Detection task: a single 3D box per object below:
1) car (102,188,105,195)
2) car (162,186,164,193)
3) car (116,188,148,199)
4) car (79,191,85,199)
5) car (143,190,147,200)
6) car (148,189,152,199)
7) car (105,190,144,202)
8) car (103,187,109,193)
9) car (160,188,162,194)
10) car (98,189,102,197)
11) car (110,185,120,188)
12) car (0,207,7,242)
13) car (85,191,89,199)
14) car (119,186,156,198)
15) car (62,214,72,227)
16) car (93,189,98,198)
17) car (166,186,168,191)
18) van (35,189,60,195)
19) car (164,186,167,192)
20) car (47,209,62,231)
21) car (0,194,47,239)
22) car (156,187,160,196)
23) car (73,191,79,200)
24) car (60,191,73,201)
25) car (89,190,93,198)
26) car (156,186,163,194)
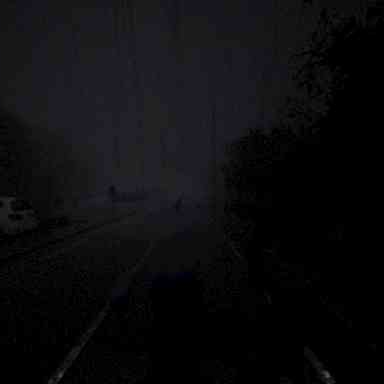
[{"bbox_3d":[-23.150,0.405,75.787,4.892,1.521,2.231,0,2,0],"label":"car"},{"bbox_3d":[-10.062,-0.014,84.112,4.553,1.767,2.185,0,2,0],"label":"car"},{"bbox_3d":[-10.215,0.649,56.259,4.553,1.767,2.185,0,0,0],"label":"car"},{"bbox_3d":[-23.418,0.713,61.842,5.366,1.575,1.946,0,1,0],"label":"car"},{"bbox_3d":[-10.228,0.820,53.474,4.792,1.488,2.163,0,0,0],"label":"car"},{"bbox_3d":[-10.163,0.753,59.038,5.008,1.535,2.097,0,1,0],"label":"car"},{"bbox_3d":[-10.185,0.835,50.690,4.792,1.488,2.163,0,0,0],"label":"car"},{"bbox_3d":[-22.926,0.110,84.016,5.366,1.575,1.946,0,2,0],"label":"car"},{"bbox_3d":[-10.090,0.347,78.554,4.792,1.488,2.163,0,2,0],"label":"car"},{"bbox_3d":[-23.167,0.489,72.871,5.008,1.535,2.097,0,2,0],"label":"car"},{"bbox_3d":[-23.109,-0.378,89.579,5.566,2.045,2.435,0,3,0],"label":"car"},{"bbox_3d":[-10.314,1.507,12.550,5.366,1.575,1.946,0,0,0],"label":"car"},{"bbox_3d":[-23.403,0.672,64.637,5.366,1.575,1.946,0,1,0],"label":"car"},{"bbox_3d":[-10.181,0.469,61.829,5.566,2.045,2.435,0,1,0],"label":"car"},{"bbox_3d":[-10.060,1.558,20.878,4.792,1.488,2.163,0,0,0],"label":"car"},{"bbox_3d":[-23.182,0.562,70.081,5.008,1.535,2.097,0,1,0],"label":"car"},{"bbox_3d":[-9.979,-0.263,92.474,5.008,1.535,2.097,0,3,0],"label":"car"},{"bbox_3d":[-23.168,0.577,50.676,4.442,1.987,1.878,1,0,0],"label":"van"},{"bbox_3d":[-9.993,-0.130,89.688,5.008,1.535,2.097,0,3,0],"label":"car"},{"bbox_3d":[-10.108,1.522,18.102,5.008,1.535,2.097,0,0,0],"label":"car"},{"bbox_3d":[-10.144,1.265,15.326,5.566,2.045,2.435,0,0,0],"label":"car"},{"bbox_3d":[-10.060,0.364,72.977,4.553,1.767,2.185,0,2,0],"label":"car"},{"bbox_3d":[-23.277,0.778,59.049,4.792,1.488,2.163,0,0,0],"label":"car"},{"bbox_3d":[-23.267,0.811,56.137,4.674,1.452,2.002,0,0,0],"label":"car"},{"bbox_3d":[-23.174,0.656,67.292,4.792,1.488,2.163,0,1,0],"label":"car"},{"bbox_3d":[-10.077,0.094,81.334,4.553,1.767,2.185,0,2,0],"label":"car"}]
